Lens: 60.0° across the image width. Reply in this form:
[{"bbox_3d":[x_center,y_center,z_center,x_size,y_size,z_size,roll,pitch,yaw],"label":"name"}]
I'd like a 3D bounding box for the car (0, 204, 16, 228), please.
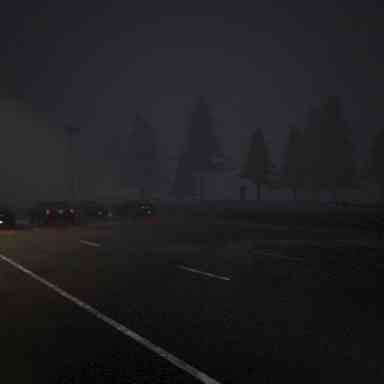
[{"bbox_3d":[-12.984,1.559,21.692,1.837,1.490,4.892,-1,0,-41],"label":"car"}]

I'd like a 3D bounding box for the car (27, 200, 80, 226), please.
[{"bbox_3d":[-10.150,1.376,23.766,2.097,1.767,4.553,-1,0,-41],"label":"car"}]

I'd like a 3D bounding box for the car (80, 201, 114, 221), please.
[{"bbox_3d":[-8.752,1.479,27.480,1.882,1.535,5.008,-1,0,-41],"label":"car"}]

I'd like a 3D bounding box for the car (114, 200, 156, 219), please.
[{"bbox_3d":[-5.057,1.458,28.580,2.128,1.511,4.902,-1,0,-41],"label":"car"}]
